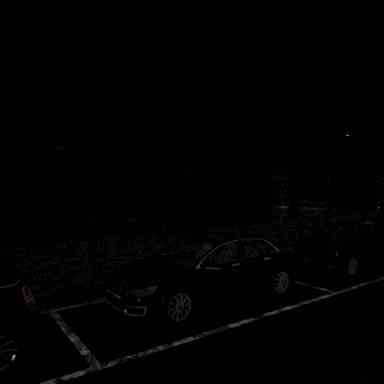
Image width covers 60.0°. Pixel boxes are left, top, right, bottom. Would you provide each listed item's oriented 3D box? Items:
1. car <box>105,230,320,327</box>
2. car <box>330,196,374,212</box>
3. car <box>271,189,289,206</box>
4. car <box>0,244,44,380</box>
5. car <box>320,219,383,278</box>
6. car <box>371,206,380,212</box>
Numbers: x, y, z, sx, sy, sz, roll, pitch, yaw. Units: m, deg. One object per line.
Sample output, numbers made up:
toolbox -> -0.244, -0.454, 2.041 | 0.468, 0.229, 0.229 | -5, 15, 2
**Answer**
car -> 0.412, 1.551, 6.948 | 4.403, 1.369, 2.008 | 0, 0, -36
car -> 15.992, 1.170, 33.015 | 2.128, 1.511, 4.902 | 0, 1, -36
car -> 9.891, 0.697, 41.527 | 2.150, 2.045, 5.566 | 0, 1, -35
car -> -4.029, 1.440, 3.776 | 4.097, 1.590, 1.967 | 0, 0, -36
car -> 4.852, 1.545, 10.120 | 4.507, 1.381, 1.887 | 0, 0, -36
car -> 9.293, 1.440, 13.292 | 4.097, 1.590, 1.967 | 0, 0, -36
